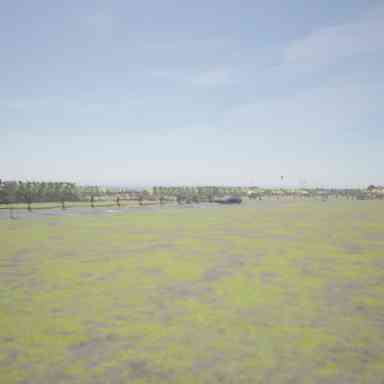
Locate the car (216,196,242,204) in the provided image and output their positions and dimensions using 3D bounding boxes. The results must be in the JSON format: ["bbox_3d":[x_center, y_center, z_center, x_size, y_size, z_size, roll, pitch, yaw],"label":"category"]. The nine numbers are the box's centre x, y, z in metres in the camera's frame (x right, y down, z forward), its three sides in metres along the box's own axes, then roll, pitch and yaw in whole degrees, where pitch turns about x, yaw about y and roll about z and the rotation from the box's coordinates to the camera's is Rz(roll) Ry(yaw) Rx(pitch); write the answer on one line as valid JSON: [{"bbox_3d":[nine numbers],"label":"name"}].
[{"bbox_3d":[6.382,1.332,56.597,2.033,1.411,5.357,1,1,44],"label":"car"}]
